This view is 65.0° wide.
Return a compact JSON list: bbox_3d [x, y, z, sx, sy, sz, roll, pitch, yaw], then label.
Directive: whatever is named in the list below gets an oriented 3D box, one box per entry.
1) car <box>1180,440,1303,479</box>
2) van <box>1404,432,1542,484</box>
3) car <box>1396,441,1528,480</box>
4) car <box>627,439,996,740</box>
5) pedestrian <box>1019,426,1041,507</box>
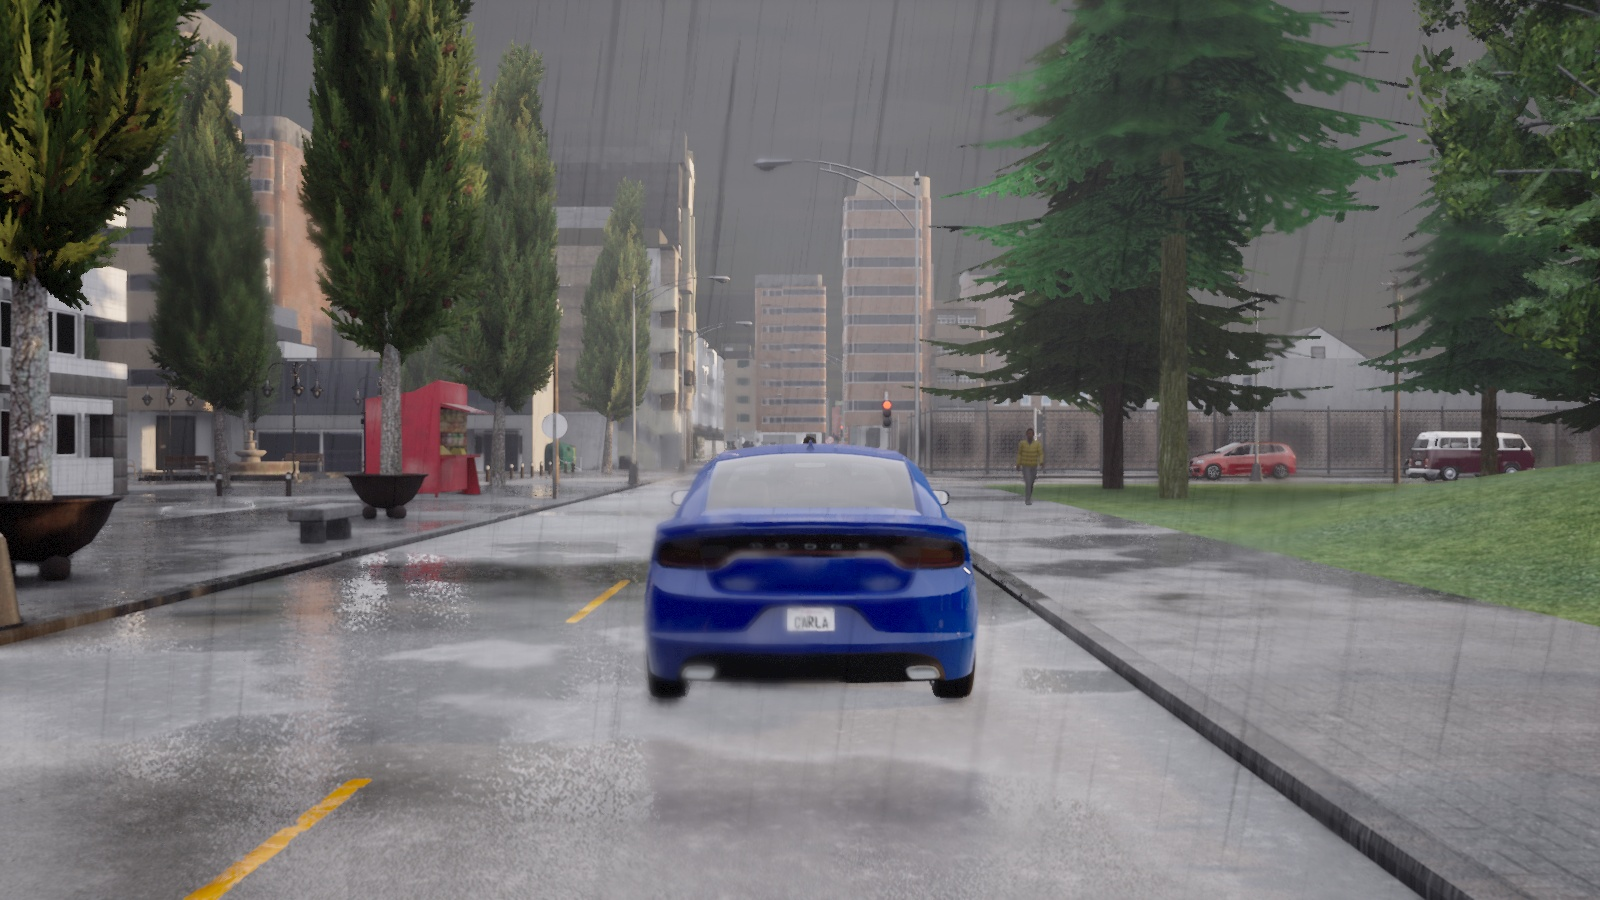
[{"bbox_3d":[19.307,0.420,55.096,4.611,1.667,2.242,0,0,1],"label":"car"},{"bbox_3d":[27.313,0.320,51.054,4.480,2.038,2.069,0,0,0],"label":"van"},{"bbox_3d":[28.951,0.428,55.047,4.611,1.667,2.242,0,0,0],"label":"car"},{"bbox_3d":[0.072,0.694,8.908,1.882,1.535,5.008,0,0,0],"label":"car"},{"bbox_3d":[5.281,0.363,28.883,0.431,1.840,0.709,0,0,4],"label":"pedestrian"}]
